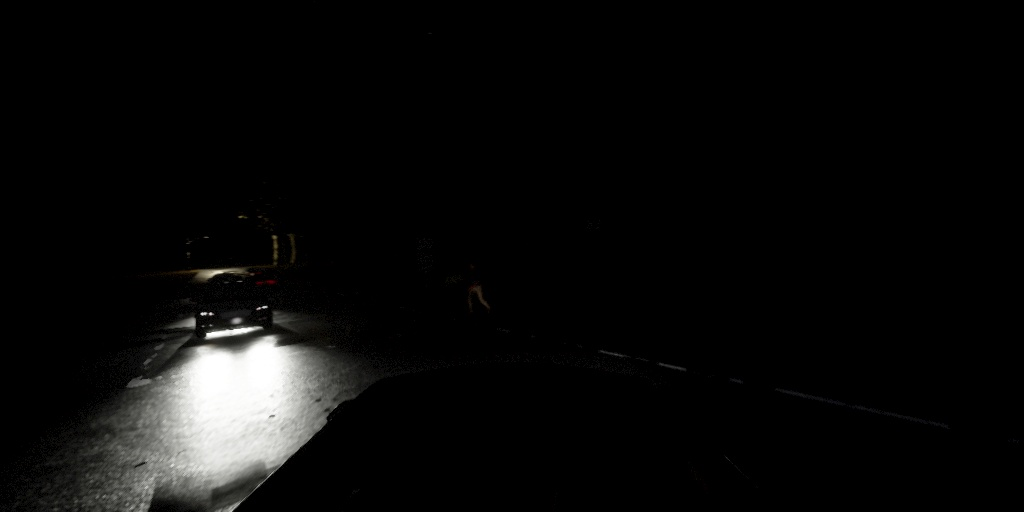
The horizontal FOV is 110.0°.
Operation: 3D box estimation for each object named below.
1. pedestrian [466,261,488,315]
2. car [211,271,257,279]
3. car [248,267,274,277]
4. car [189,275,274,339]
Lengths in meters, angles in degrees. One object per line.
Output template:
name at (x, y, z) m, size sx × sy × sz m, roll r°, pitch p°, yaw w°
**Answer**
pedestrian at (-1.199, 1.020, 11.850) m, size 0.375 × 1.860 × 0.375 m, roll -5°, pitch 2°, yaw -39°
car at (-15.393, 1.829, 19.371) m, size 2.128 × 1.511 × 4.902 m, roll -3°, pitch 1°, yaw -39°
car at (-29.375, 2.092, 42.119) m, size 1.882 × 1.535 × 5.008 m, roll -3°, pitch 1°, yaw -40°
car at (-9.354, 1.629, 12.041) m, size 2.128 × 1.511 × 4.902 m, roll -3°, pitch 1°, yaw -39°
